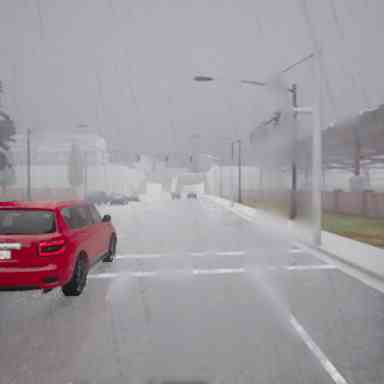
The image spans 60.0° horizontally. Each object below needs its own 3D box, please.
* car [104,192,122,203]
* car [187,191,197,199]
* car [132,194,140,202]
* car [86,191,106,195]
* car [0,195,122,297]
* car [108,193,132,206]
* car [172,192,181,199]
[{"bbox_3d":[-14.009,0.902,59.010,2.097,1.767,4.553,0,1,0],"label":"car"},{"bbox_3d":[0.016,0.630,73.833,2.097,1.767,4.553,0,1,0],"label":"car"},{"bbox_3d":[-10.516,1.110,59.057,1.994,1.385,4.181,0,1,0],"label":"car"},{"bbox_3d":[-14.013,0.877,48.677,2.150,2.045,5.566,0,1,0],"label":"car"},{"bbox_3d":[-3.503,1.212,8.684,2.150,2.045,5.566,0,0,-2],"label":"car"},{"bbox_3d":[-10.522,1.132,48.460,1.882,1.535,5.008,0,1,1],"label":"car"},{"bbox_3d":[-3.484,0.803,73.866,2.128,1.511,4.902,0,1,0],"label":"car"}]
